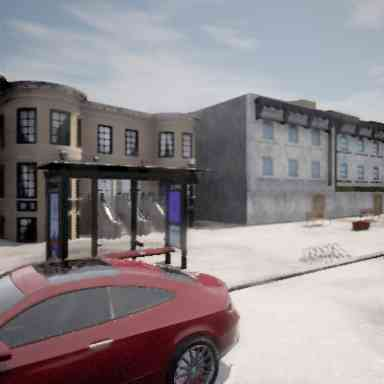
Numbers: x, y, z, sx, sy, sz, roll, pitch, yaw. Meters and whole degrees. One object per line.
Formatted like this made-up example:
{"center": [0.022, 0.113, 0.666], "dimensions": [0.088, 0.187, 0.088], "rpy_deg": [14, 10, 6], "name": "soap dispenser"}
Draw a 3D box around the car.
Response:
{"center": [-1.531, 1.526, 3.514], "dimensions": [4.674, 1.442, 1.812], "rpy_deg": [0, 0, -36], "name": "car"}
